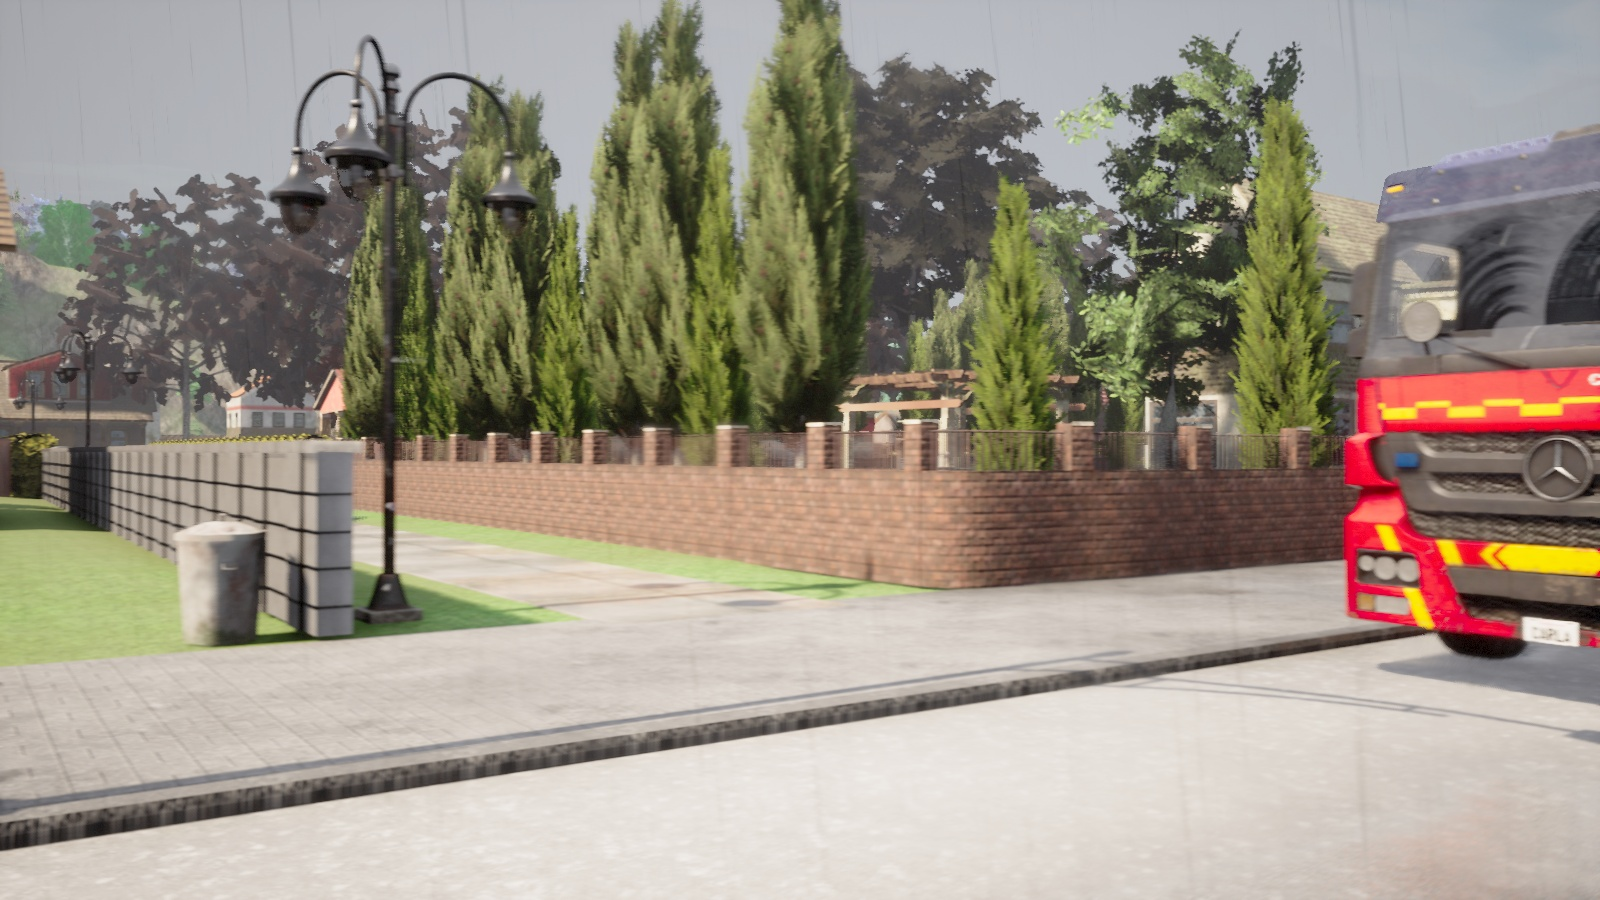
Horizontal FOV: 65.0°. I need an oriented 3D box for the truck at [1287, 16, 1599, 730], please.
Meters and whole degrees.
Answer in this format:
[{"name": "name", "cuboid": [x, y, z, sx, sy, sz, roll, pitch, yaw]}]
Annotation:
[{"name": "truck", "cuboid": [7.513, -0.412, 9.504, 8.468, 3.827, 2.891, 0, 0, -35]}]
